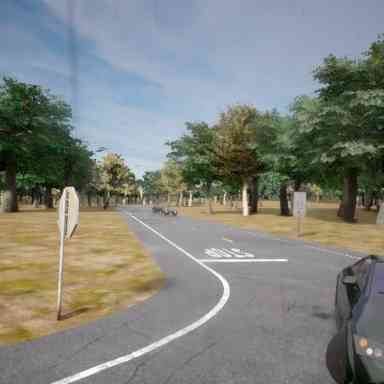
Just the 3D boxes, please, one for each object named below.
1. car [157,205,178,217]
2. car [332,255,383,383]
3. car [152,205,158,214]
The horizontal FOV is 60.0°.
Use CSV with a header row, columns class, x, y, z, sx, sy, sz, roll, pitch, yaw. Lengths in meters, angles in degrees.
class,x,y,z,sx,sy,sz,roll,pitch,yaw
car,-3.421,2.850,48.036,1.895,1.301,4.718,3,-2,-13
car,3.109,1.643,4.624,1.994,1.385,4.181,1,-1,22
car,-5.665,2.961,56.886,1.882,1.535,5.008,3,-2,-14
